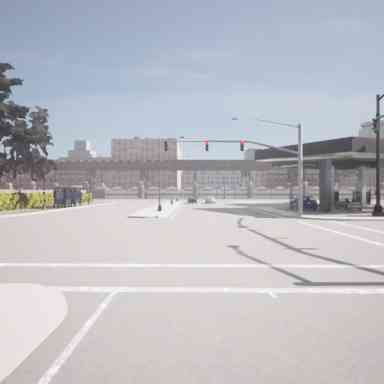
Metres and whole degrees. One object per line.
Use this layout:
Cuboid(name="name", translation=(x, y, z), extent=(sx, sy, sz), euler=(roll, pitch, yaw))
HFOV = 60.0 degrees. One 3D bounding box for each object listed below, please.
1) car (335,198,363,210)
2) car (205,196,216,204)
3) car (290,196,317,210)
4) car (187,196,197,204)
Cuboid(name="car", translation=(18.995, 1.455, 40.486), extent=(1.970, 1.475, 3.806), euler=(0, 0, 0))
Cuboid(name="car", translation=(3.563, 1.524, 64.414), extent=(1.812, 1.442, 4.674), euler=(0, 0, 0))
Cuboid(name="car", translation=(13.249, 1.294, 39.729), extent=(2.242, 1.667, 4.611), euler=(0, 0, 0))
Cuboid(name="car", translation=(0.063, 1.546, 64.417), extent=(2.033, 1.411, 5.357), euler=(0, 0, 0))
